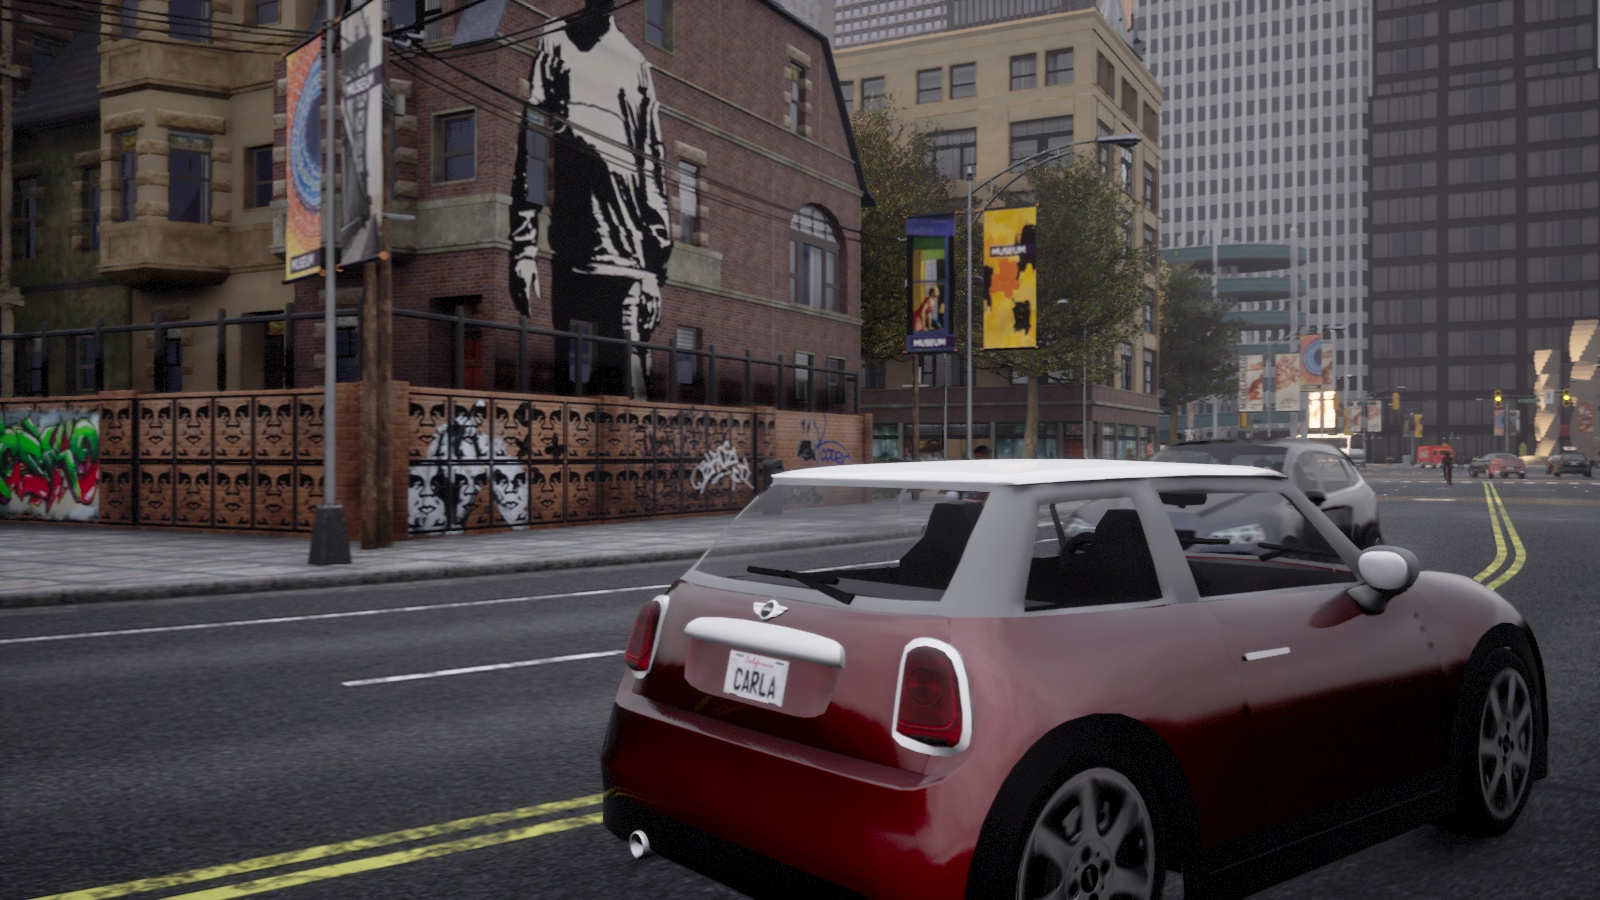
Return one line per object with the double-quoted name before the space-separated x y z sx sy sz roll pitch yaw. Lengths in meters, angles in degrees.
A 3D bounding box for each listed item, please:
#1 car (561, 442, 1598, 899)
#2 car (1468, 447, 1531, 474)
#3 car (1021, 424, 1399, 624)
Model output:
"car" 1.259 0.723 4.849 3.806 1.475 1.970 0 0 -39
"car" 44.408 0.659 79.845 2.152 1.651 5.027 0 0 12
"car" 4.402 0.619 12.970 2.242 1.667 4.611 0 0 38
